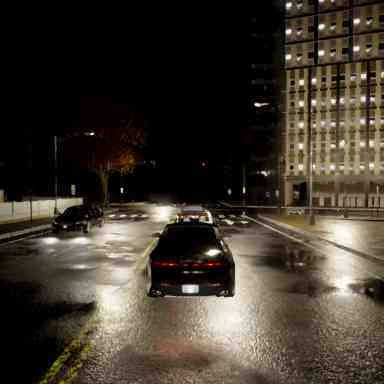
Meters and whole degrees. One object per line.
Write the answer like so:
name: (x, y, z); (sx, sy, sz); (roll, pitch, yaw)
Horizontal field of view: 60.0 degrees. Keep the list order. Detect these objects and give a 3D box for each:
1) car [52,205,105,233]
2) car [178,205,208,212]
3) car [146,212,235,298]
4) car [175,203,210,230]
car: (-6.467, 1.530, 19.387); (1.837, 1.490, 4.892); (0, 0, 0)
car: (0.102, 1.487, 13.323); (2.128, 1.511, 4.902); (0, 0, 0)
car: (-0.018, 1.502, 8.499); (1.837, 1.490, 4.892); (0, 0, 0)
car: (0.039, 1.544, 22.349); (2.033, 1.411, 5.357); (0, 0, 0)
